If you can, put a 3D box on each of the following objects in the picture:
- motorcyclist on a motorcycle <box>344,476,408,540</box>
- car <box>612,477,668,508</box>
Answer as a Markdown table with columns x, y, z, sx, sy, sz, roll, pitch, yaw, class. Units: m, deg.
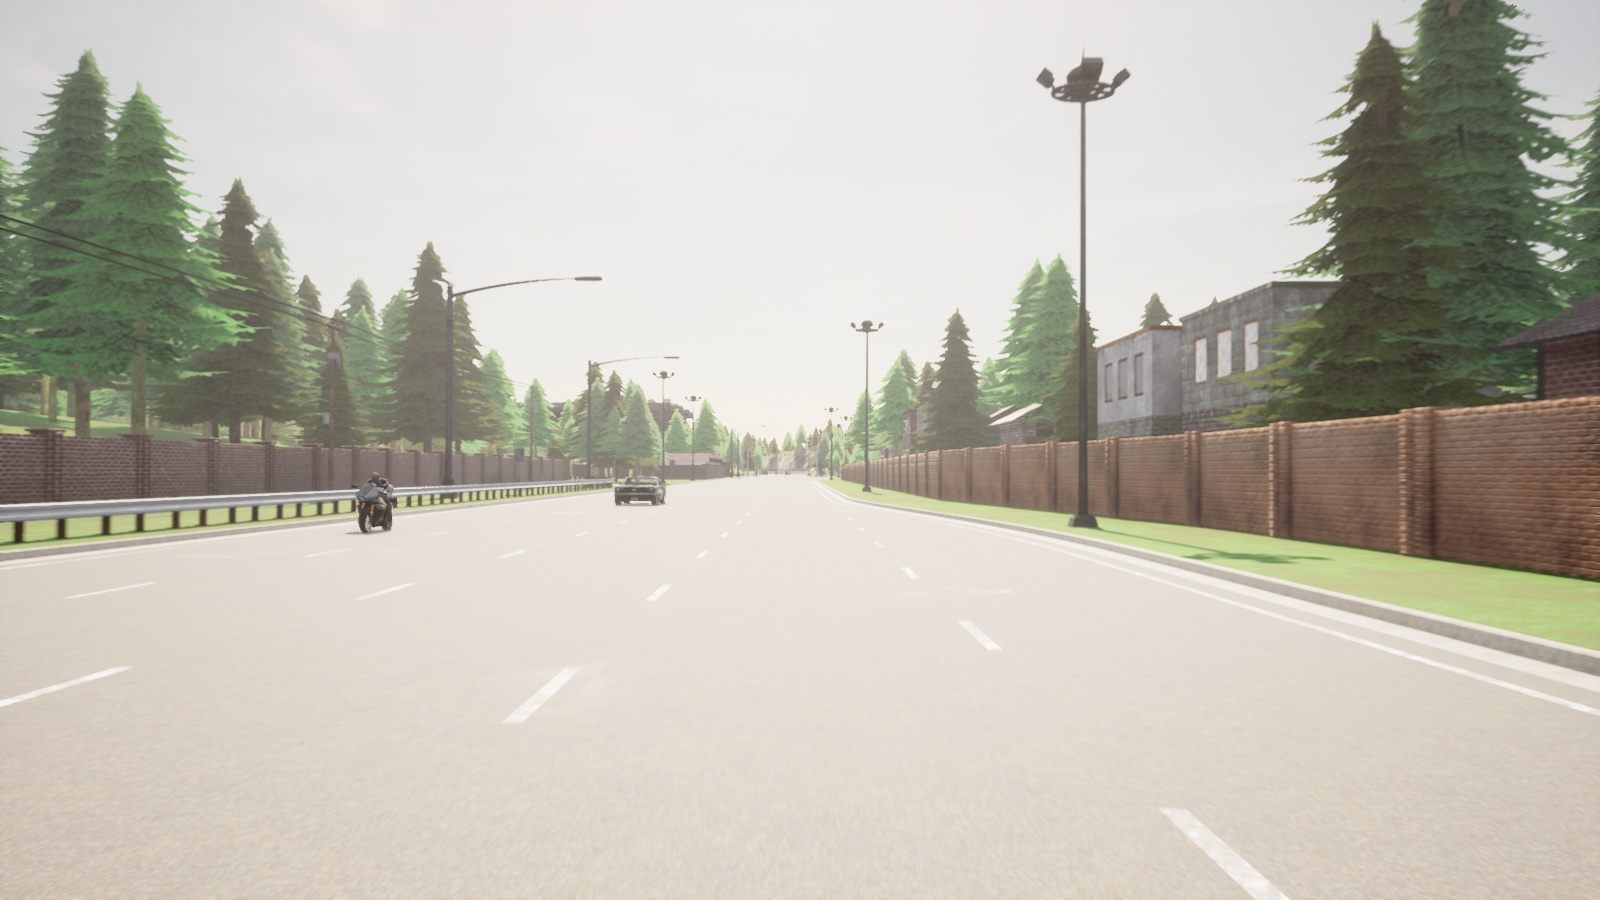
| x | y | z | sx | sy | sz | roll | pitch | yaw | class |
| --- | --- | --- | --- | --- | --- | --- | --- | --- | --- |
| -10.577 | 1.416 | 31.409 | 0.866 | 1.530 | 2.191 | 0 | -1 | 0 | motorcyclist on a motorcycle |
| -7.137 | 1.884 | 56.382 | 1.895 | 1.301 | 4.718 | 0 | -1 | 0 | car |
